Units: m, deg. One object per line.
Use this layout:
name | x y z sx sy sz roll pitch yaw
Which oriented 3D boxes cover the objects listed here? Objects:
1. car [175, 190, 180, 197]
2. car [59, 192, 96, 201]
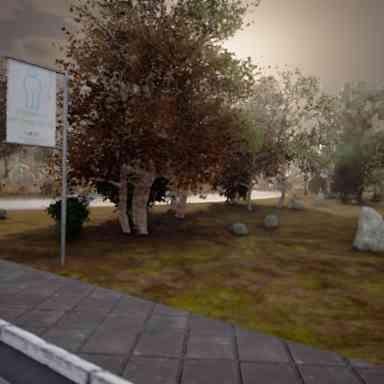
car | -3.307 0.424 60.448 2.128 1.511 4.902 2 1 34
car | -15.297 0.621 44.219 1.895 1.301 4.718 2 1 37
